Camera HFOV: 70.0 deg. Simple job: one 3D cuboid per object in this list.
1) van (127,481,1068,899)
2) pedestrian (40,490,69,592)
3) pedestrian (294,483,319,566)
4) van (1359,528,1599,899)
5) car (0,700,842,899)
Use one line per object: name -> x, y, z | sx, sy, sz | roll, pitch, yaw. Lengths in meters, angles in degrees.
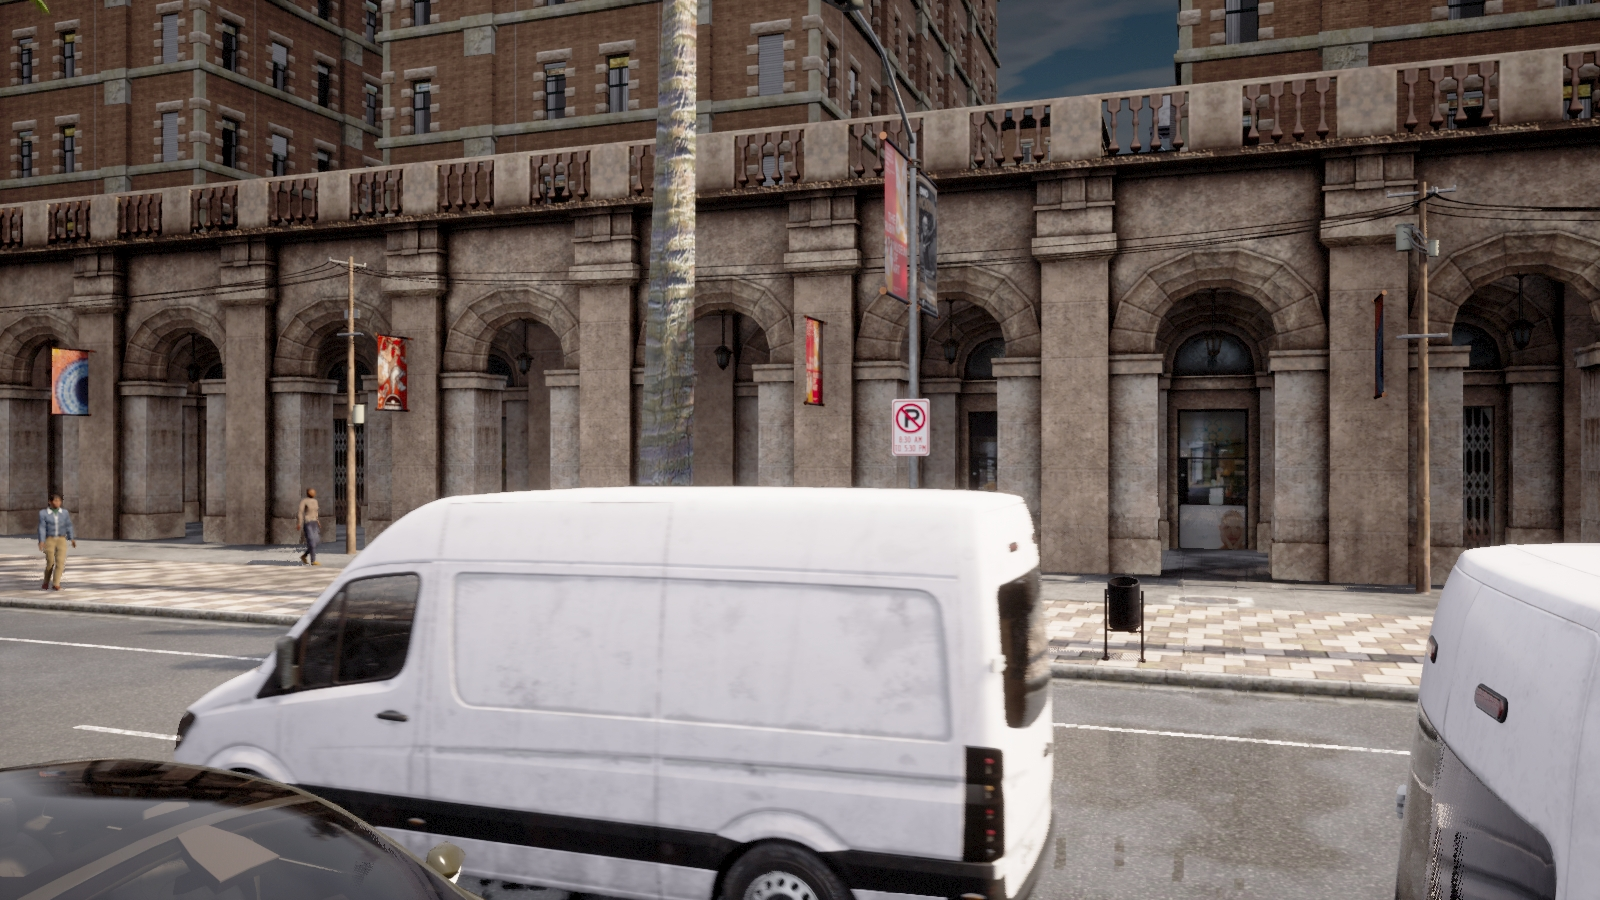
van -> -1.371, 1.534, 7.534 | 5.915, 2.561, 1.988 | 0, 0, 20
pedestrian -> -13.933, 1.696, 21.358 | 0.375, 1.860, 0.375 | 0, 0, 44
pedestrian -> -11.238, 1.696, 26.024 | 0.375, 1.860, 0.375 | 0, 0, 19
van -> 4.249, 1.534, 1.754 | 5.915, 2.561, 1.988 | 0, 0, 20
car -> -2.519, 2.061, 4.220 | 4.892, 1.480, 2.231 | 0, 0, 20
